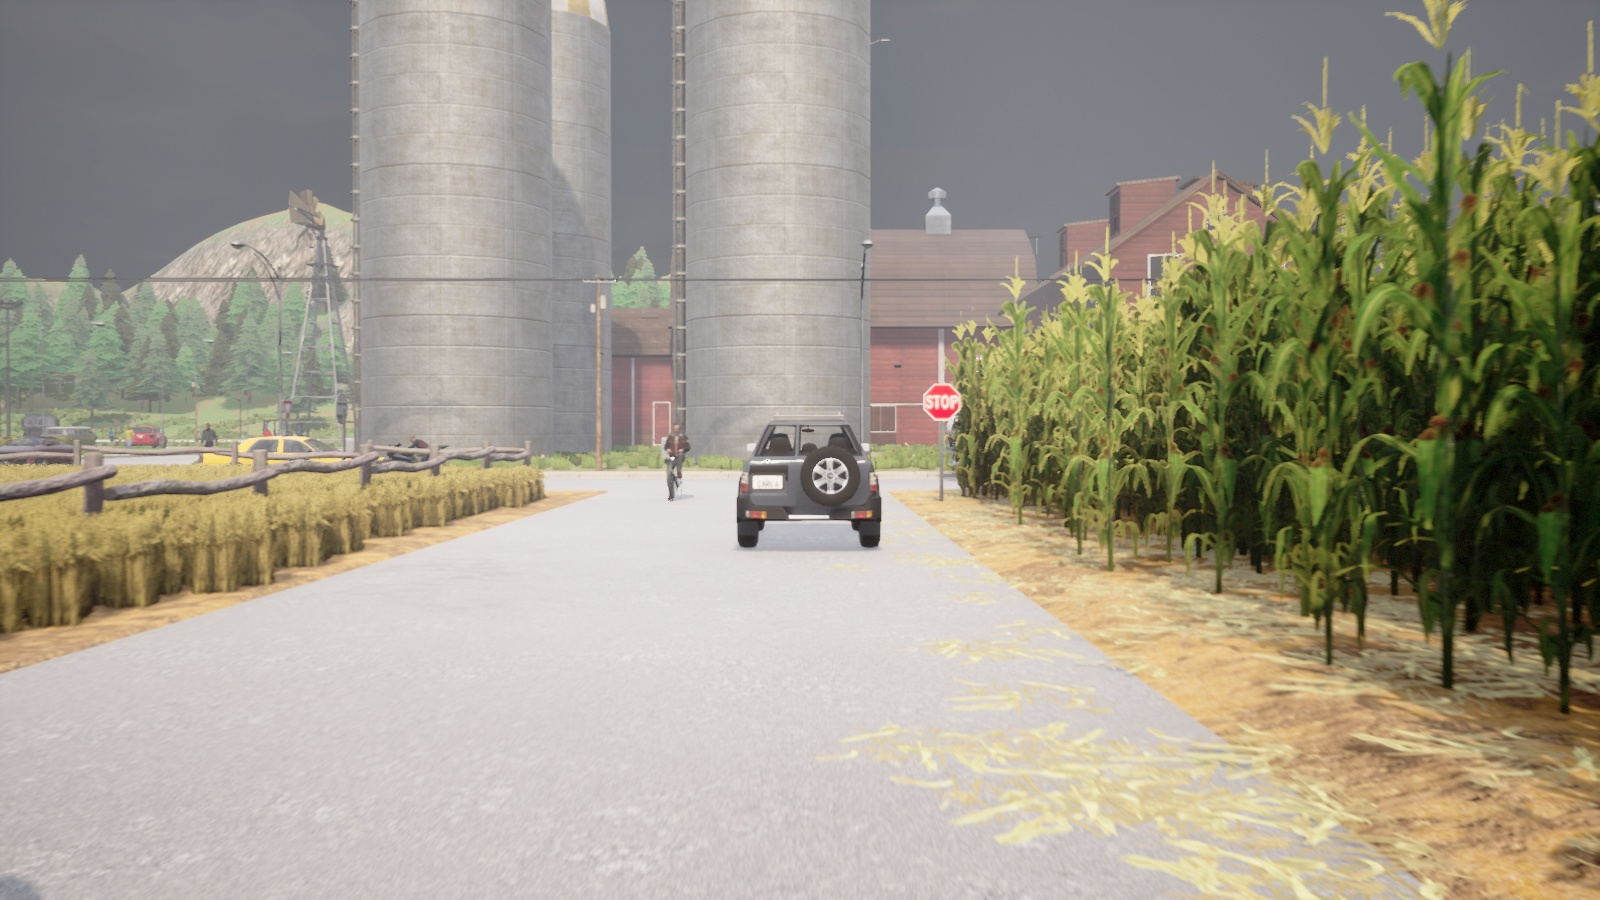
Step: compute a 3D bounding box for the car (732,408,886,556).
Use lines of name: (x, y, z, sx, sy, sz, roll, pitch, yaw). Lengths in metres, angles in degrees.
car: (0.119, 0.373, 18.087, 1.932, 1.855, 4.605, 0, 1, 0)

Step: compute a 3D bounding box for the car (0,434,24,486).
car: (-25.212, 0.276, 35.820, 4.792, 1.488, 2.163, 0, 1, 0)

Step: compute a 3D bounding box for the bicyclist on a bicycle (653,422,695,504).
bicyclist on a bicycle: (-2.819, 0.277, 28.164, 0.659, 1.776, 1.843, 0, 1, 3)

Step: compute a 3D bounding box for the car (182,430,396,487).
car: (-14.468, 0.223, 35.769, 5.366, 1.575, 1.801, 0, 1, 0)

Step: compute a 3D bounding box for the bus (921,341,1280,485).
bus: (9.066, -1.125, 39.182, 10.273, 4.253, 3.944, 0, 1, 1)

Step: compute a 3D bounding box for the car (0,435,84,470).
car: (-32.169, 0.085, 52.638, 1.994, 1.385, 4.181, 0, 1, -1)

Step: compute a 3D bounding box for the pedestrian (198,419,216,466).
pedestrian: (-24.560, -0.309, 52.032, 0.423, 1.949, 0.788, 0, 1, -4)

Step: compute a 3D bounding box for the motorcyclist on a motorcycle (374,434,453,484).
motorcyclist on a motorcycle: (-12.059, 0.270, 39.243, 2.191, 1.530, 0.866, 0, 1, 1)
